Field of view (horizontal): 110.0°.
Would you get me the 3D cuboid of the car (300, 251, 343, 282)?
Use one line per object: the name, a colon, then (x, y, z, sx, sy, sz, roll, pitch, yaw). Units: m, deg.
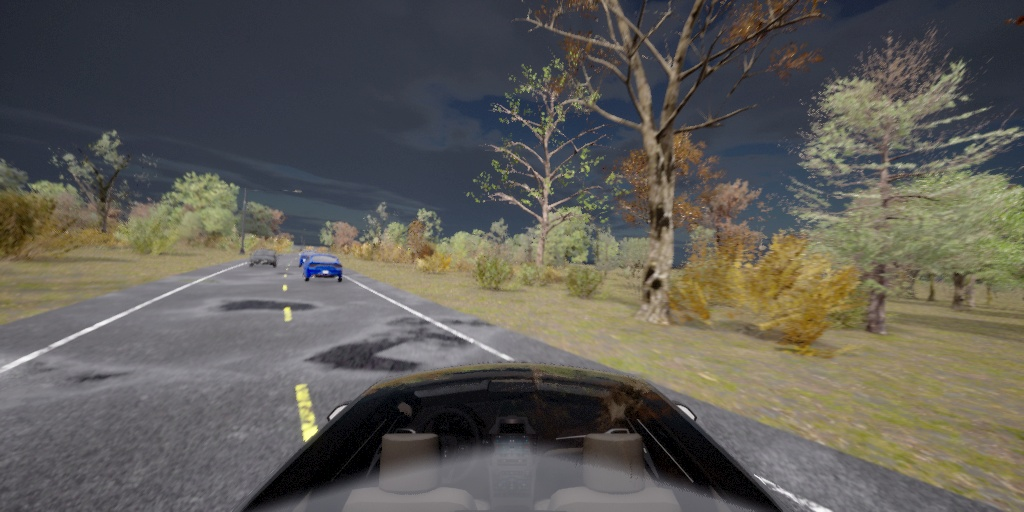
car: (-11.393, 0.638, 21.553, 1.882, 1.535, 5.008, 3, 0, -32)

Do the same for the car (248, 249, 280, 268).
car: (-21.015, 0.170, 30.500, 1.837, 1.490, 4.892, 3, 0, -31)

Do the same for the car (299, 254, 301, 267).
car: (-19.486, 0.241, 34.785, 1.882, 1.535, 5.008, 3, 0, -30)
